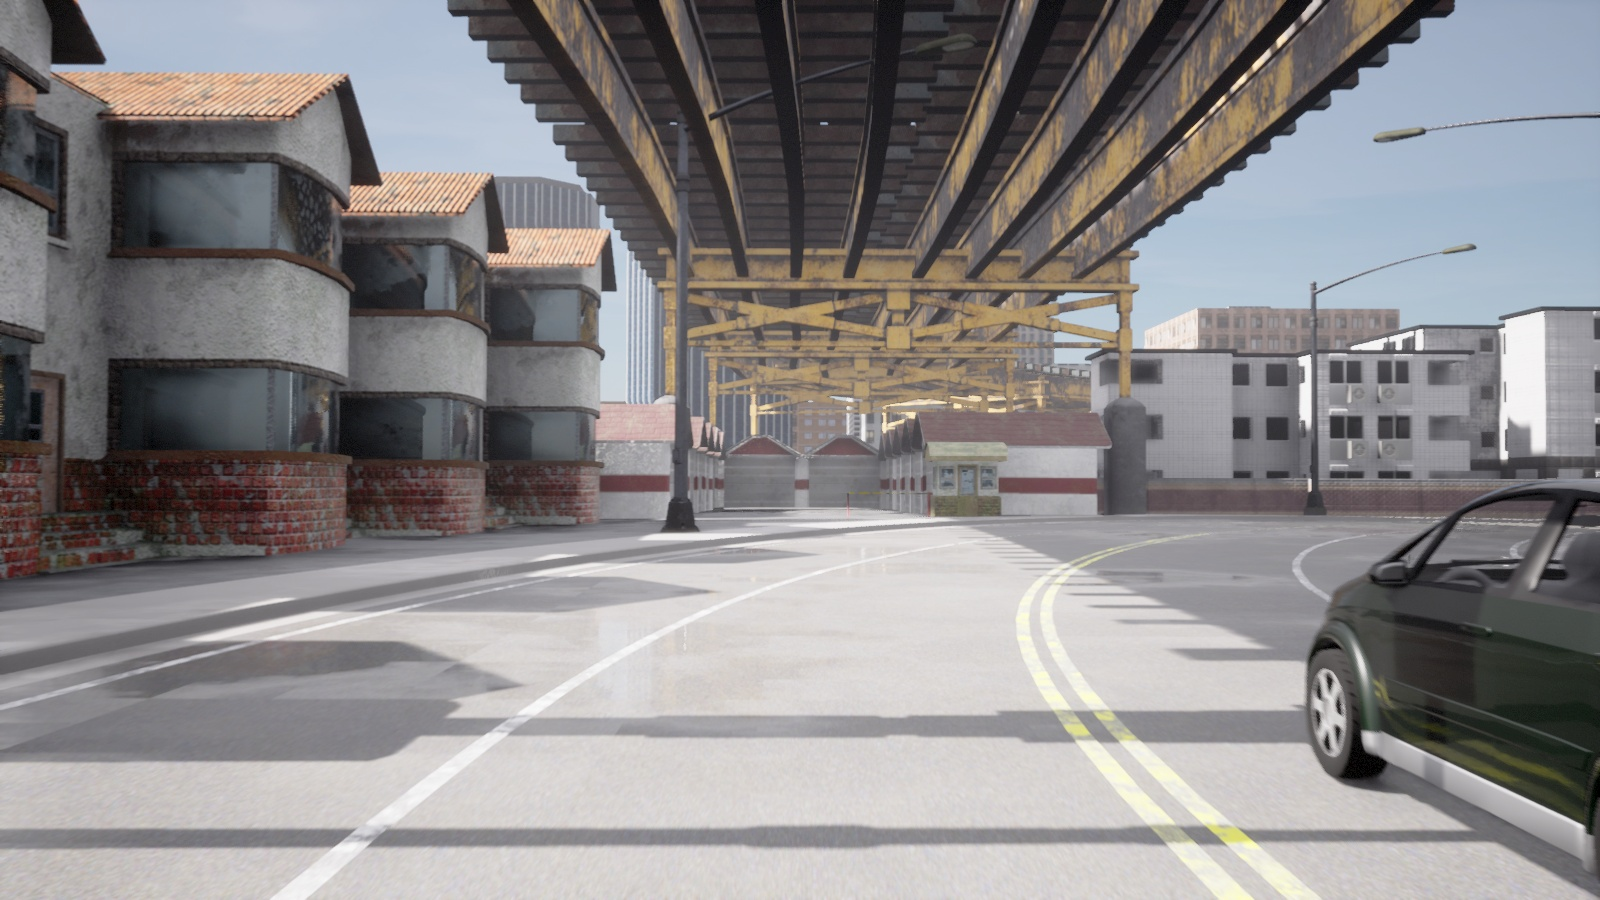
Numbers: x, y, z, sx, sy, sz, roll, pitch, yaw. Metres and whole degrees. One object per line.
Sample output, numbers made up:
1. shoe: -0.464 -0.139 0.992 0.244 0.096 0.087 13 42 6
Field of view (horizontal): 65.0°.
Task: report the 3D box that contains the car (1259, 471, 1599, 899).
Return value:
1. car: 3.513 0.869 5.346 1.789 1.549 3.705 0 -1 1
